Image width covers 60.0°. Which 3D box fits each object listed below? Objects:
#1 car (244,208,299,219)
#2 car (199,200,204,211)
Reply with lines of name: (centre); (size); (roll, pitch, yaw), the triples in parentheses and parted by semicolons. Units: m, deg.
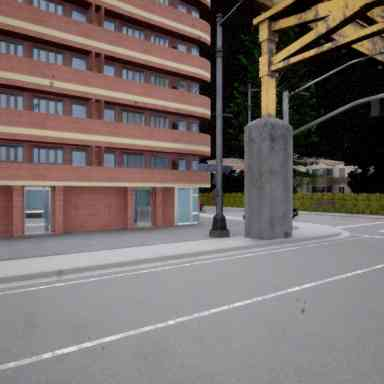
car: (6.762, 1.601, 28.508); (1.895, 1.301, 4.718); (0, 0, -35)
car: (-0.931, 1.218, 39.353); (2.150, 2.045, 5.566); (0, 0, -36)
